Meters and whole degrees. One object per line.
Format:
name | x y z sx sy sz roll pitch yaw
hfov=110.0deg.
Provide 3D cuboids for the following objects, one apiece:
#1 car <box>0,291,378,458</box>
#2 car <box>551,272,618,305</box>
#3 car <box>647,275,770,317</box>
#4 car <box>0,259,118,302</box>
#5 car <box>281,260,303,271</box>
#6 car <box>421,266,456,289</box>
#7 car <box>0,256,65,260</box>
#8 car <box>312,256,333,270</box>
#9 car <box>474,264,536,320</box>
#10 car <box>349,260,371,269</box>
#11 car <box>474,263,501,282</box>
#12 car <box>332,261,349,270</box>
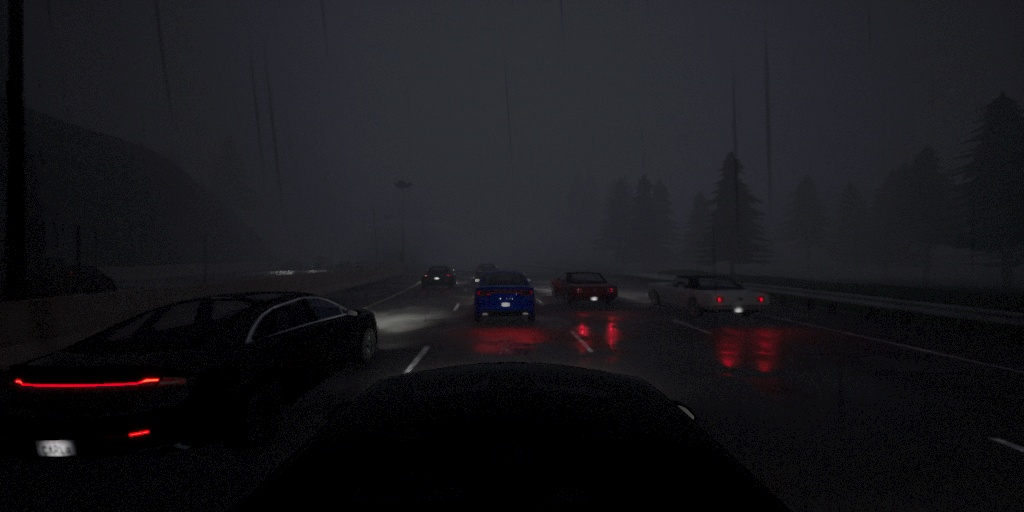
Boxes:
car | -3.522 1.249 5.156 2.128 1.511 4.902 0 0 -1
car | 2.992 1.346 15.946 1.895 1.301 4.718 0 0 -4
car | 6.694 1.339 12.985 1.895 1.301 4.718 0 0 -3
car | -18.106 1.138 13.583 2.097 1.767 4.553 0 0 -4
car | -31.941 1.308 52.121 2.128 1.511 4.902 0 0 -16
car | -4.771 1.325 23.673 1.994 1.385 4.181 0 0 -6
car | -21.651 1.015 14.589 2.150 2.045 5.566 0 0 -4
car | -29.316 1.032 55.667 2.150 2.045 5.566 0 0 -16
car | -0.309 1.229 12.672 1.882 1.535 5.008 0 0 -3
car | -19.966 1.317 47.927 1.812 1.442 4.674 0 0 -14
car | -2.128 1.320 30.477 1.994 1.385 4.181 0 0 -8
car | -25.241 1.404 54.212 1.895 1.301 4.718 0 0 -16
